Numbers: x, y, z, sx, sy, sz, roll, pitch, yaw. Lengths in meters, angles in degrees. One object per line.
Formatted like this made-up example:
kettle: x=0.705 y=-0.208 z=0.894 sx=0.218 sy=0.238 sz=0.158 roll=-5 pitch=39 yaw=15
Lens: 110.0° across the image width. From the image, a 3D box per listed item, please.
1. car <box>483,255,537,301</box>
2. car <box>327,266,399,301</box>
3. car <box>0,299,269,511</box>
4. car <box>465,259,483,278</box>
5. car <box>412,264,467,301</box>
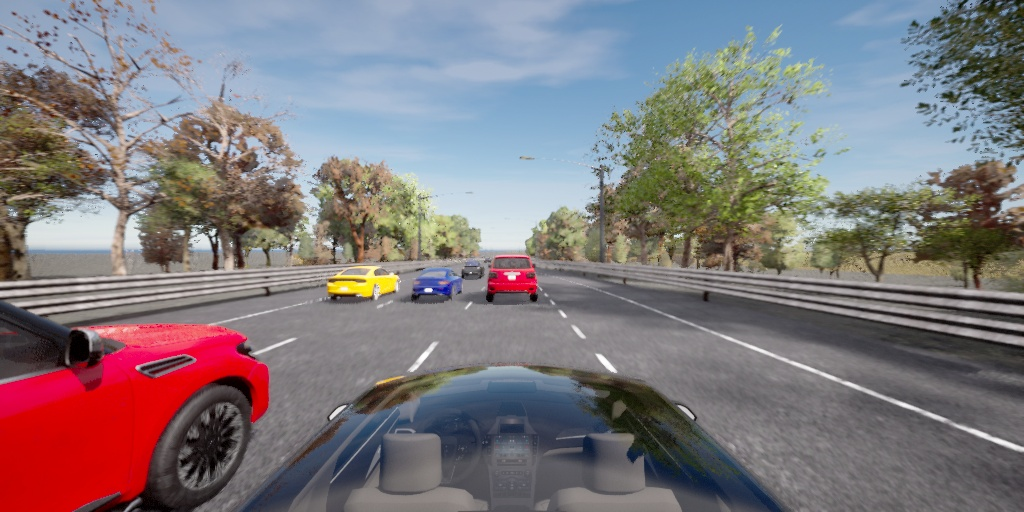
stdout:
car: x=-0.002 y=0.971 z=17.334 sx=2.150 sy=2.045 sz=5.566 roll=0 pitch=0 yaw=0
car: x=-7.003 y=1.226 z=17.420 sx=1.882 sy=1.535 sz=5.008 roll=0 pitch=0 yaw=0
car: x=-3.499 y=0.972 z=1.194 sx=2.150 sy=2.045 sz=5.566 roll=0 pitch=0 yaw=0
car: x=-3.506 y=1.245 z=33.006 sx=2.128 sy=1.511 sz=4.902 roll=0 pitch=0 yaw=0
car: x=-3.504 y=1.275 z=17.336 sx=1.812 sy=1.442 sz=4.674 roll=0 pitch=0 yaw=0
